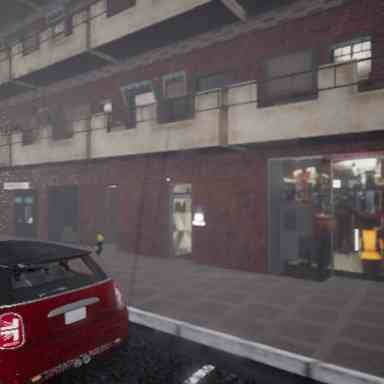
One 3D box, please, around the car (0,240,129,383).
[{"bbox_3d":[-2.916,1.447,4.958,4.097,1.590,1.967,0,0,36],"label":"car"}]
